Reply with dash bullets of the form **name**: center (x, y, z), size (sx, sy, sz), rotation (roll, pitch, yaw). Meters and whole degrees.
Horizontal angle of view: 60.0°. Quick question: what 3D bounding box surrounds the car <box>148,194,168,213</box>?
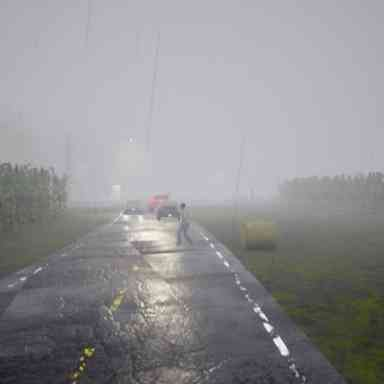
- **car**: center (-3.795, 1.225, 38.024), size (2.150, 2.045, 5.566), rotation (0, 0, -11)

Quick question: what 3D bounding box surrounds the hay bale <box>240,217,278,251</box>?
- **hay bale**: center (2.634, 1.643, 13.237), size (1.220, 1.180, 1.240), rotation (0, 0, -4)

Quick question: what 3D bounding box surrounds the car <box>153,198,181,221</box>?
- **car**: center (-1.986, 1.494, 27.234), size (1.837, 1.490, 4.892), rotation (0, 0, -8)

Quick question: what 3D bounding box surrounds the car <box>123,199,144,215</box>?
- **car**: center (-6.027, 1.506, 34.325), size (1.837, 1.490, 4.892), rotation (0, -1, -10)

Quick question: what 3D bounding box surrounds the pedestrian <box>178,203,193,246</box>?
- **pedestrian**: center (-0.272, 1.279, 13.780), size (0.375, 1.860, 0.375), rotation (0, 0, -9)
